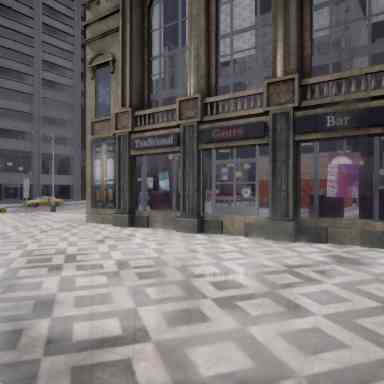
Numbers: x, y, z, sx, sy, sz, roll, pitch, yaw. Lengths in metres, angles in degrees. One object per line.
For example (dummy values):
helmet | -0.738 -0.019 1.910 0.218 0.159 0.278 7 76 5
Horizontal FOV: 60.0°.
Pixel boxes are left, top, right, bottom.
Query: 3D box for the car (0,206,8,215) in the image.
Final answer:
car | -18.034 1.341 27.664 1.752 1.417 4.829 1 2 36

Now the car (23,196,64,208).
car | -18.517 1.144 41.565 1.752 1.417 4.829 1 2 36
